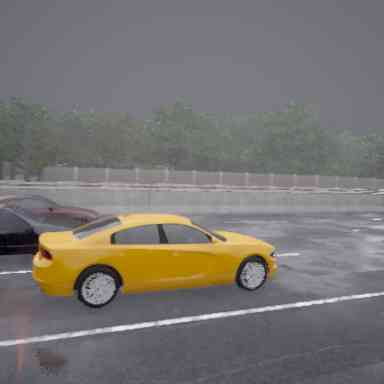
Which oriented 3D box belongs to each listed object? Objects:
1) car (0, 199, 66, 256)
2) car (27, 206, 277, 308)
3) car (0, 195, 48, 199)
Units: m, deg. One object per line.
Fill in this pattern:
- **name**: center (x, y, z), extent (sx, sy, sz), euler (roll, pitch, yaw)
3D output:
- **car**: center (-5.337, 1.034, 8.943), extent (5.357, 1.411, 2.033), euler (1, 3, -21)
- **car**: center (-0.572, 1.203, 7.029), extent (5.008, 1.535, 1.882), euler (1, 3, -21)
- **car**: center (-5.890, 0.836, 12.474), extent (4.674, 1.442, 1.812), euler (1, 3, -21)
